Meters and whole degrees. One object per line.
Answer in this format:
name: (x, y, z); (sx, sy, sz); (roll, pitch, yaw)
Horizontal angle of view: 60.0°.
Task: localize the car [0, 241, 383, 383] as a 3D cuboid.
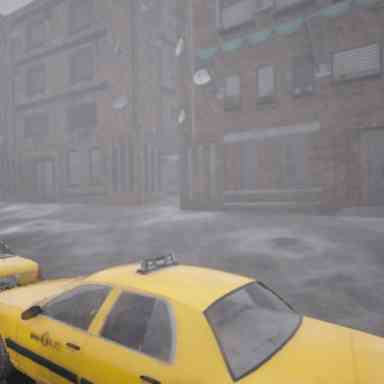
car: (-0.607, 1.477, 3.757); (5.366, 1.575, 1.946); (0, 0, 35)
